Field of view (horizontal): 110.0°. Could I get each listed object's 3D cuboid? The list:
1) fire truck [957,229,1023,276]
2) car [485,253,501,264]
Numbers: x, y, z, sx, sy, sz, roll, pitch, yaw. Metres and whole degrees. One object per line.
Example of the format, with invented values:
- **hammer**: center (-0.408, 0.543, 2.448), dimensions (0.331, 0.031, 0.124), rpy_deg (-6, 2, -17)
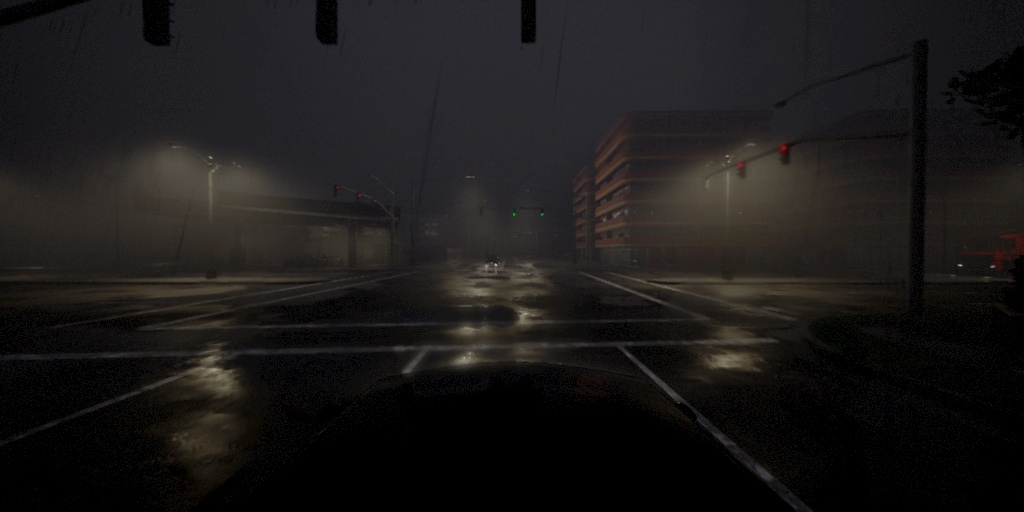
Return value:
- **fire truck**: center (43.333, -0.318, 30.223), dimensions (8.468, 3.827, 2.891), rpy_deg (0, 1, 0)
- **car**: center (-3.212, 0.471, 57.447), dimensions (1.837, 1.490, 4.892), rpy_deg (0, 1, 0)
